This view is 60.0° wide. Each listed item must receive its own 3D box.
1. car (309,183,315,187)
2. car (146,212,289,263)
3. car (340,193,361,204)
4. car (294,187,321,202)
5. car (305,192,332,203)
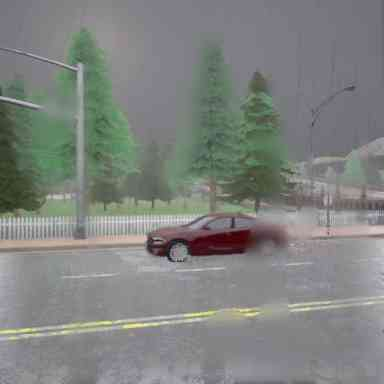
[{"bbox_3d":[25.943,-1.250,75.398,2.128,1.511,4.902,0,7,-16],"label":"car"},{"bbox_3d":[0.917,1.477,11.692,5.008,1.535,1.882,0,0,-14],"label":"car"},{"bbox_3d":[24.960,0.991,52.453,1.882,1.535,5.008,0,4,-15],"label":"car"},{"bbox_3d":[17.839,0.645,51.921,2.150,2.045,5.566,0,4,-16],"label":"car"},{"bbox_3d":[20.732,0.854,54.600,1.994,1.385,4.181,0,4,-15],"label":"car"}]
